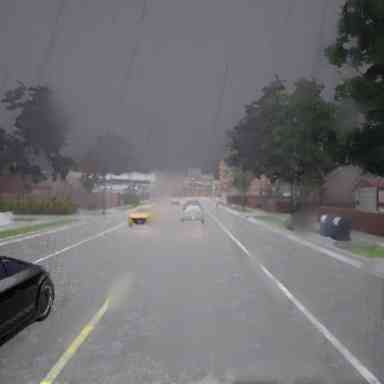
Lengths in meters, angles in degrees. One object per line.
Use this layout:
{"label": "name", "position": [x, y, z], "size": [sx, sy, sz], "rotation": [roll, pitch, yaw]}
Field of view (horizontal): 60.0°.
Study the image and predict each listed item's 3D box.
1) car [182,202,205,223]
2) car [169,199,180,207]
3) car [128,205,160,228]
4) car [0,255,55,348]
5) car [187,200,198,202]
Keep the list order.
{"label": "car", "position": [0.103, 1.872, 28.867], "size": [1.812, 1.442, 4.674], "rotation": [0, 0, 0]}
{"label": "car", "position": [-3.496, 2.128, 66.692], "size": [1.812, 1.442, 4.674], "rotation": [0, 0, 0]}
{"label": "car", "position": [-3.597, 1.788, 25.413], "size": [1.882, 1.535, 5.008], "rotation": [0, -1, 0]}
{"label": "car", "position": [-3.599, 1.624, 4.656], "size": [1.994, 1.385, 4.181], "rotation": [0, -1, 0]}
{"label": "car", "position": [0.075, 1.800, 40.749], "size": [2.097, 1.767, 4.553], "rotation": [0, -1, 0]}
